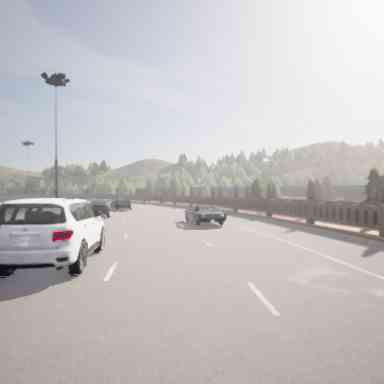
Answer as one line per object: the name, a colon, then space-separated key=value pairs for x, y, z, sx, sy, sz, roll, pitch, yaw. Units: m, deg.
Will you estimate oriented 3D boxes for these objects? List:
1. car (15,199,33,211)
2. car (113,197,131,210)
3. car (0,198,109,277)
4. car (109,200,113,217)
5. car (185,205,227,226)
car: x=-20.730 y=1.520 z=41.040 sx=1.895 sy=1.301 sz=4.718 roll=0 pitch=0 yaw=-27
car: x=-8.653 y=1.368 z=40.333 sx=2.128 sy=1.511 sz=4.902 roll=0 pitch=0 yaw=-23
car: x=-4.158 y=1.197 z=10.363 sx=2.150 sy=2.045 sz=5.566 roll=0 pitch=0 yaw=-6
car: x=-8.400 y=1.421 z=29.765 sx=1.837 sy=1.490 sz=4.892 roll=0 pitch=0 yaw=-17
car: x=0.785 y=1.510 z=22.762 sx=1.895 sy=1.301 sz=4.718 roll=0 pitch=0 yaw=-13
